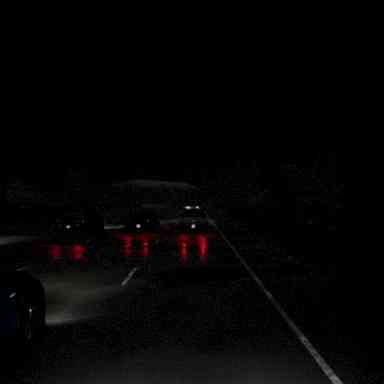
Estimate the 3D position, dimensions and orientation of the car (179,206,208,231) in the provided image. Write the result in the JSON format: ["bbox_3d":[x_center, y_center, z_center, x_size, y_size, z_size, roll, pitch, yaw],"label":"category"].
[{"bbox_3d":[0.095,1.885,23.044,1.895,1.301,4.718,0,-1,0],"label":"car"}]

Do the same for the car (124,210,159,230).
[{"bbox_3d":[-3.398,1.888,23.307,1.895,1.301,4.718,0,-1,0],"label":"car"}]

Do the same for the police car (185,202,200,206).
[{"bbox_3d":[0.064,2.005,41.028,2.038,1.542,4.974,0,-1,0],"label":"police car"}]

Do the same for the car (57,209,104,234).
[{"bbox_3d":[-6.898,1.783,20.850,1.812,1.442,4.674,0,-1,0],"label":"car"}]

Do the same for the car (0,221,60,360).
[{"bbox_3d":[-3.399,1.396,3.514,2.097,1.767,4.553,0,-1,0],"label":"car"}]
